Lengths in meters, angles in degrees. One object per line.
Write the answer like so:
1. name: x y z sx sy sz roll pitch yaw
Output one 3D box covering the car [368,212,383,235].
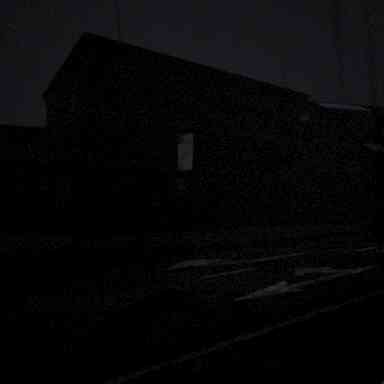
1. car: 11.529 1.491 17.853 5.008 1.535 2.097 0 0 -31
